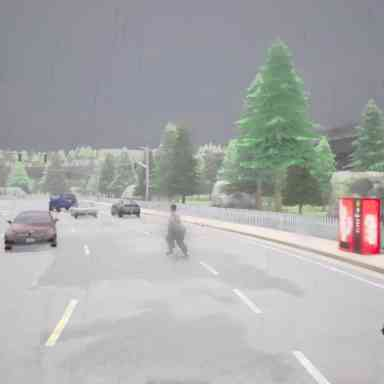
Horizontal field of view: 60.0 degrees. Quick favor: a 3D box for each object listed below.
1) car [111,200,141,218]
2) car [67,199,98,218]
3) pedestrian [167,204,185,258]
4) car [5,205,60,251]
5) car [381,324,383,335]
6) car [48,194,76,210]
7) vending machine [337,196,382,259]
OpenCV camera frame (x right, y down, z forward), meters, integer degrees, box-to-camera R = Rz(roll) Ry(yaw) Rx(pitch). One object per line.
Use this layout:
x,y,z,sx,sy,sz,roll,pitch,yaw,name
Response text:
-6.107,1.490,30.317,2.128,1.511,4.902,0,0,-25,car
-9.880,1.601,30.181,1.895,1.301,4.718,0,0,-25,car
-0.538,1.294,11.257,0.375,1.860,0.375,0,0,-16,pedestrian
-6.824,1.525,14.413,1.812,1.442,4.674,0,0,-22,car
3.371,1.601,2.011,1.895,1.301,4.718,0,0,-3,car
-15.270,1.228,39.278,2.150,2.045,5.566,0,0,-36,car
5.851,1.195,11.670,1.100,2.100,0.880,0,0,-15,vending machine
